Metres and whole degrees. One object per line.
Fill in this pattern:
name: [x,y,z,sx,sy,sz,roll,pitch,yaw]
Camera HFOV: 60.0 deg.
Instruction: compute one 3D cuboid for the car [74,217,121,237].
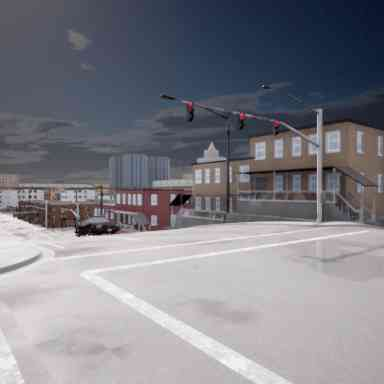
car: [-7.222,2.613,24.937,2.033,1.411,5.357,0,-9,-36]
